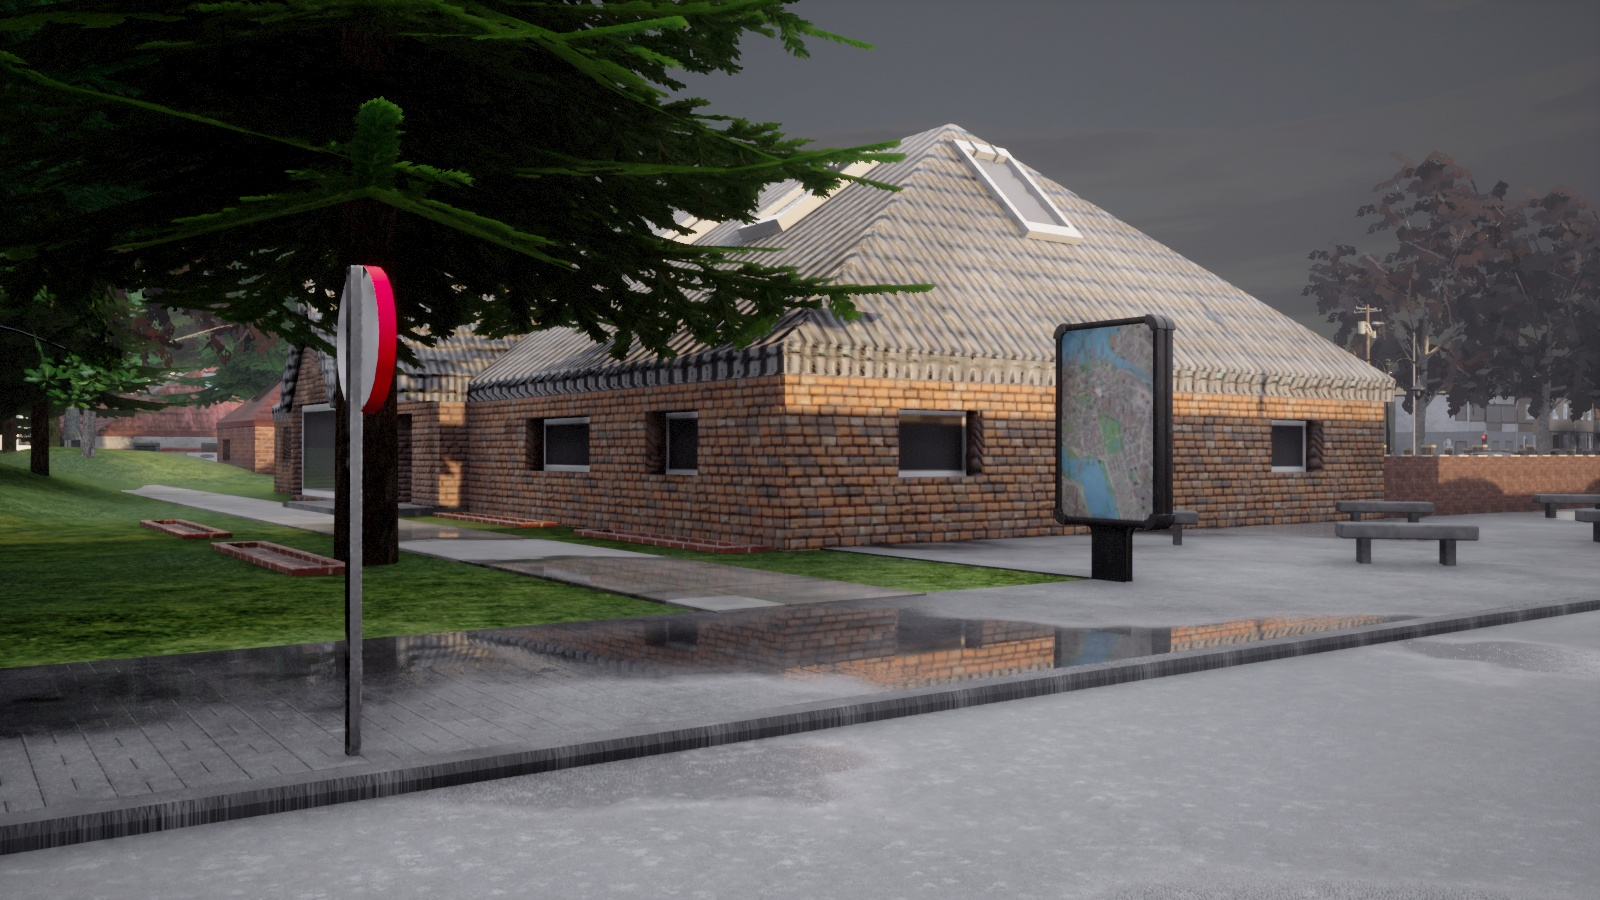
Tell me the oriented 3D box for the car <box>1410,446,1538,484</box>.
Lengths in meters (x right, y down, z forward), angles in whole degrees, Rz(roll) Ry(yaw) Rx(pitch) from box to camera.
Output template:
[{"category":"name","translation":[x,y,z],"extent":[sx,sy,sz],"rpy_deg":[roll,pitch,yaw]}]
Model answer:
[{"category":"car","translation":[30.707,0.664,57.341],"extent":[2.242,1.667,4.611],"rpy_deg":[0,0,-37]}]
